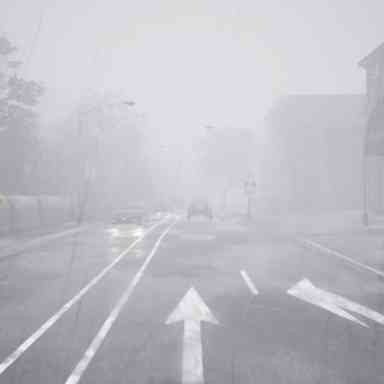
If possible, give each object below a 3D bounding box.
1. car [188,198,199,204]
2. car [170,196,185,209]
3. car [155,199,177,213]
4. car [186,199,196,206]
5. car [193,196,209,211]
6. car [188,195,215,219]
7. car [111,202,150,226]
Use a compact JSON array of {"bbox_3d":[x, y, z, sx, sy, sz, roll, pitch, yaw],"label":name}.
[{"bbox_3d":[0.444,2.480,92.233,2.097,1.535,5.008,1,2,11],"label":"car"},{"bbox_3d":[-2.547,1.662,57.986,2.150,2.045,5.566,0,-1,4],"label":"car"},{"bbox_3d":[-3.333,1.849,41.081,1.994,1.385,4.181,0,-1,2],"label":"car"},{"bbox_3d":[-0.250,2.690,86.131,2.002,1.452,4.674,-2,1,6],"label":"car"},{"bbox_3d":[1.303,1.656,48.362,2.150,2.045,5.566,0,-1,1],"label":"car"},{"bbox_3d":[0.730,1.402,29.512,2.097,1.767,4.553,0,-1,2],"label":"car"},{"bbox_3d":[-4.001,1.428,22.408,1.837,1.490,4.892,0,-1,2],"label":"car"}]
